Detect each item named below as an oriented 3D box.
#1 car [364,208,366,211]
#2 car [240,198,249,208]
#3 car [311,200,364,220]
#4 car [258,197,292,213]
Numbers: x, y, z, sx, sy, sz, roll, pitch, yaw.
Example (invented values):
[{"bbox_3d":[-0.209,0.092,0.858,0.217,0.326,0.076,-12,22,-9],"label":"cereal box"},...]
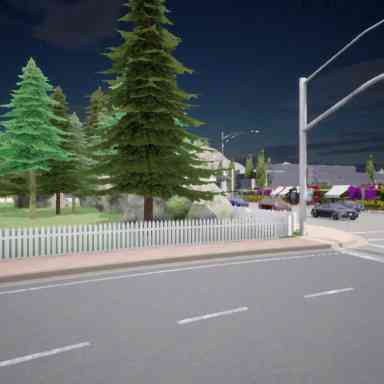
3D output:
[{"bbox_3d":[16.898,1.603,37.496,2.033,1.411,5.357,0,0,-16],"label":"car"},{"bbox_3d":[6.409,1.533,47.613,1.882,1.535,5.008,0,0,-17],"label":"car"},{"bbox_3d":[12.090,1.619,28.427,1.994,1.385,4.181,0,0,-16],"label":"car"},{"bbox_3d":[9.337,1.408,37.718,2.097,1.767,4.553,0,0,-16],"label":"car"}]
